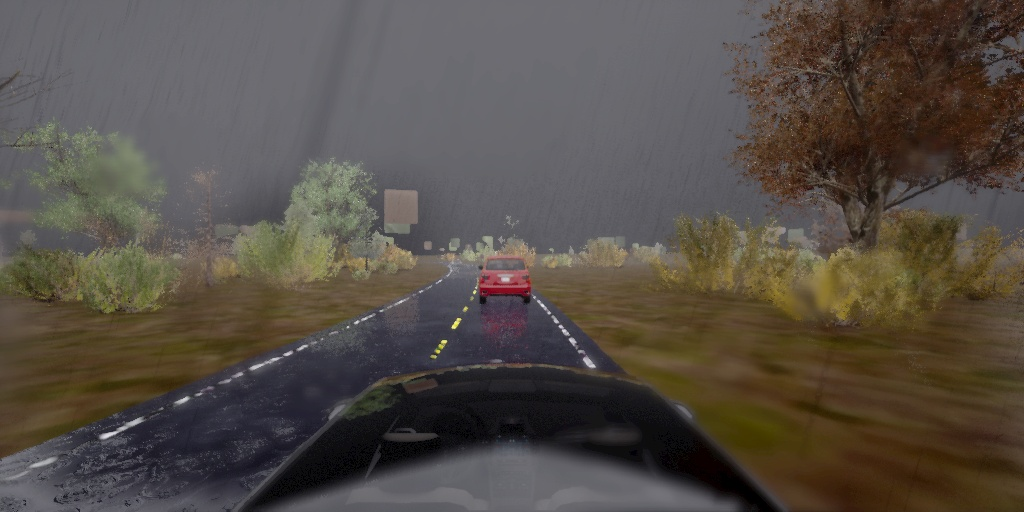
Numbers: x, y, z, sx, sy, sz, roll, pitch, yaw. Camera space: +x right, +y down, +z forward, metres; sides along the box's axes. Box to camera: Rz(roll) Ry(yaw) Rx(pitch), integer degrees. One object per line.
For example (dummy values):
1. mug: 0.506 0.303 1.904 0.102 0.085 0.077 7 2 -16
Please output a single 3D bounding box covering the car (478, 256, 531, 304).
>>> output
1. car: -0.376 1.006 16.623 2.150 2.045 5.566 0 0 -3
